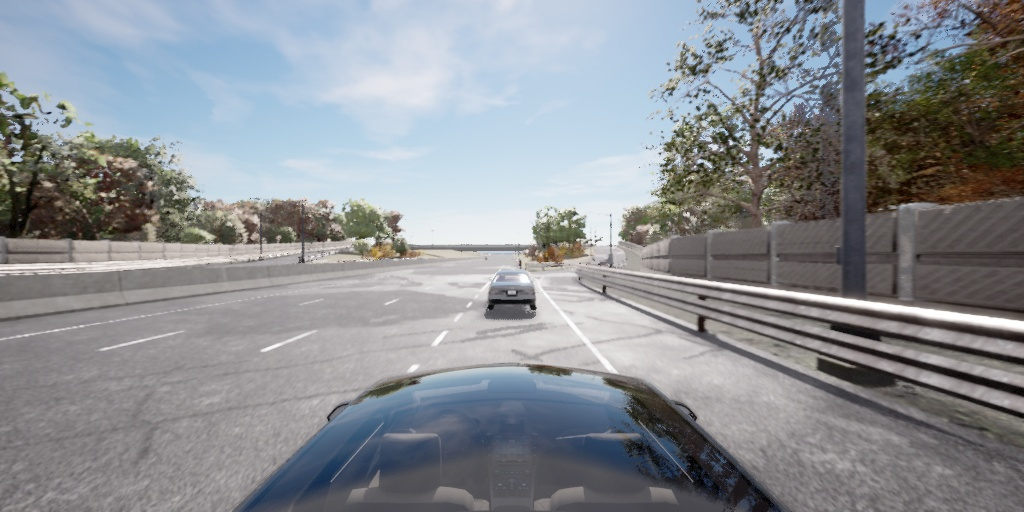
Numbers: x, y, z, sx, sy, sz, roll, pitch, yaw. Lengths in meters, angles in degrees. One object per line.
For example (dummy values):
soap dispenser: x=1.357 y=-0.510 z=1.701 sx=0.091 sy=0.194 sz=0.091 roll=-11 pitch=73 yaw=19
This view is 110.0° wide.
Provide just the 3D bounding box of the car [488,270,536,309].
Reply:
car: x=0.000 y=1.304 z=14.914 sx=2.033 sy=1.411 sz=5.357 roll=0 pitch=0 yaw=0
